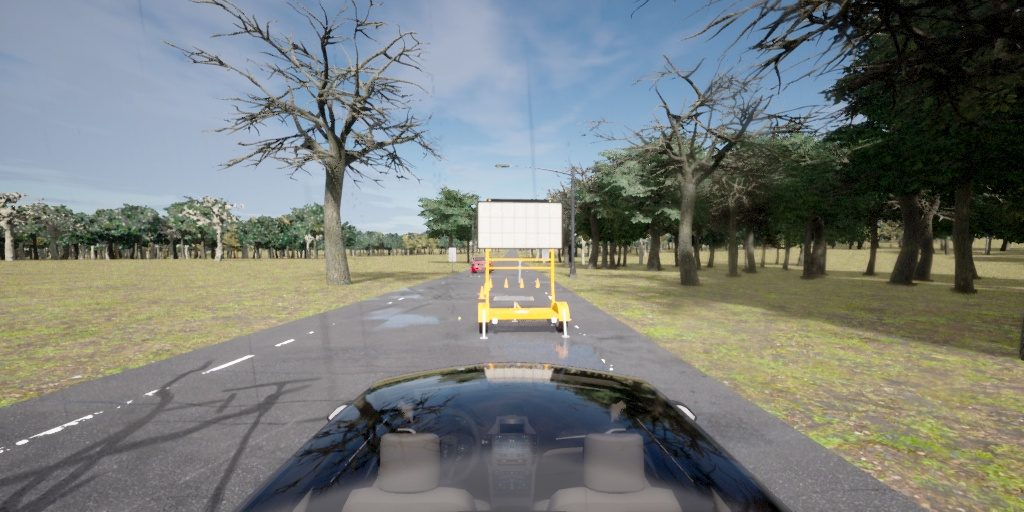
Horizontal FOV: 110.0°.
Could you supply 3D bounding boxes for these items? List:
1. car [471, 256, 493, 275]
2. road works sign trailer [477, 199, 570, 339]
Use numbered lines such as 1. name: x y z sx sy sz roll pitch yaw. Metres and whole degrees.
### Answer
1. car: -3.385 1.009 41.022 2.150 2.045 5.566 0 0 0
2. road works sign trailer: 0.211 0.212 10.114 2.380 3.560 2.880 0 0 -5
